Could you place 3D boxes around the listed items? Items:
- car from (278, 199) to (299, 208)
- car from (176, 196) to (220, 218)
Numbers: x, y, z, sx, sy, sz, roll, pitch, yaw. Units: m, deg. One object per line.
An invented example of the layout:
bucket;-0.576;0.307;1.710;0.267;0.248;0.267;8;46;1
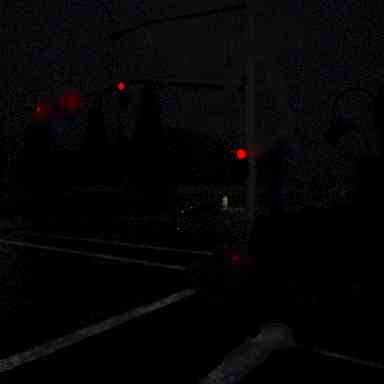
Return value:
car;15.496;1.748;53.324;1.895;1.301;4.718;-1;-1;37
car;0.740;1.477;33.677;2.150;2.045;5.566;-1;0;37
